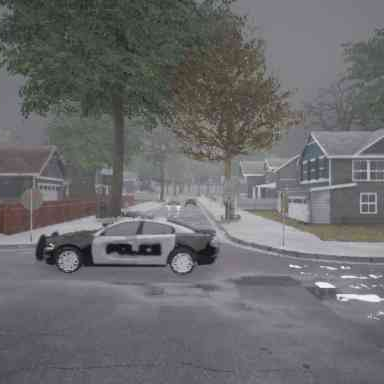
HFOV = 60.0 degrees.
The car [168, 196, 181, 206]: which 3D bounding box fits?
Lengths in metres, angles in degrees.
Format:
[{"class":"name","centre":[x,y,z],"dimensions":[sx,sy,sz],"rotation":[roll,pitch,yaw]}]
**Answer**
[{"class":"car","centre":[-2.993,1.518,56.425],"dimensions":[1.837,1.490,4.892],"rotation":[0,0,0]}]

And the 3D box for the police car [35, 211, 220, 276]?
[{"class":"police car","centre":[-1.799,1.404,9.804],"dimensions":[5.238,1.638,1.930],"rotation":[0,-1,0]}]

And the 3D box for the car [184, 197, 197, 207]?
[{"class":"car","centre":[-0.223,1.517,51.847],"dimensions":[1.837,1.490,4.892],"rotation":[0,0,0]}]
